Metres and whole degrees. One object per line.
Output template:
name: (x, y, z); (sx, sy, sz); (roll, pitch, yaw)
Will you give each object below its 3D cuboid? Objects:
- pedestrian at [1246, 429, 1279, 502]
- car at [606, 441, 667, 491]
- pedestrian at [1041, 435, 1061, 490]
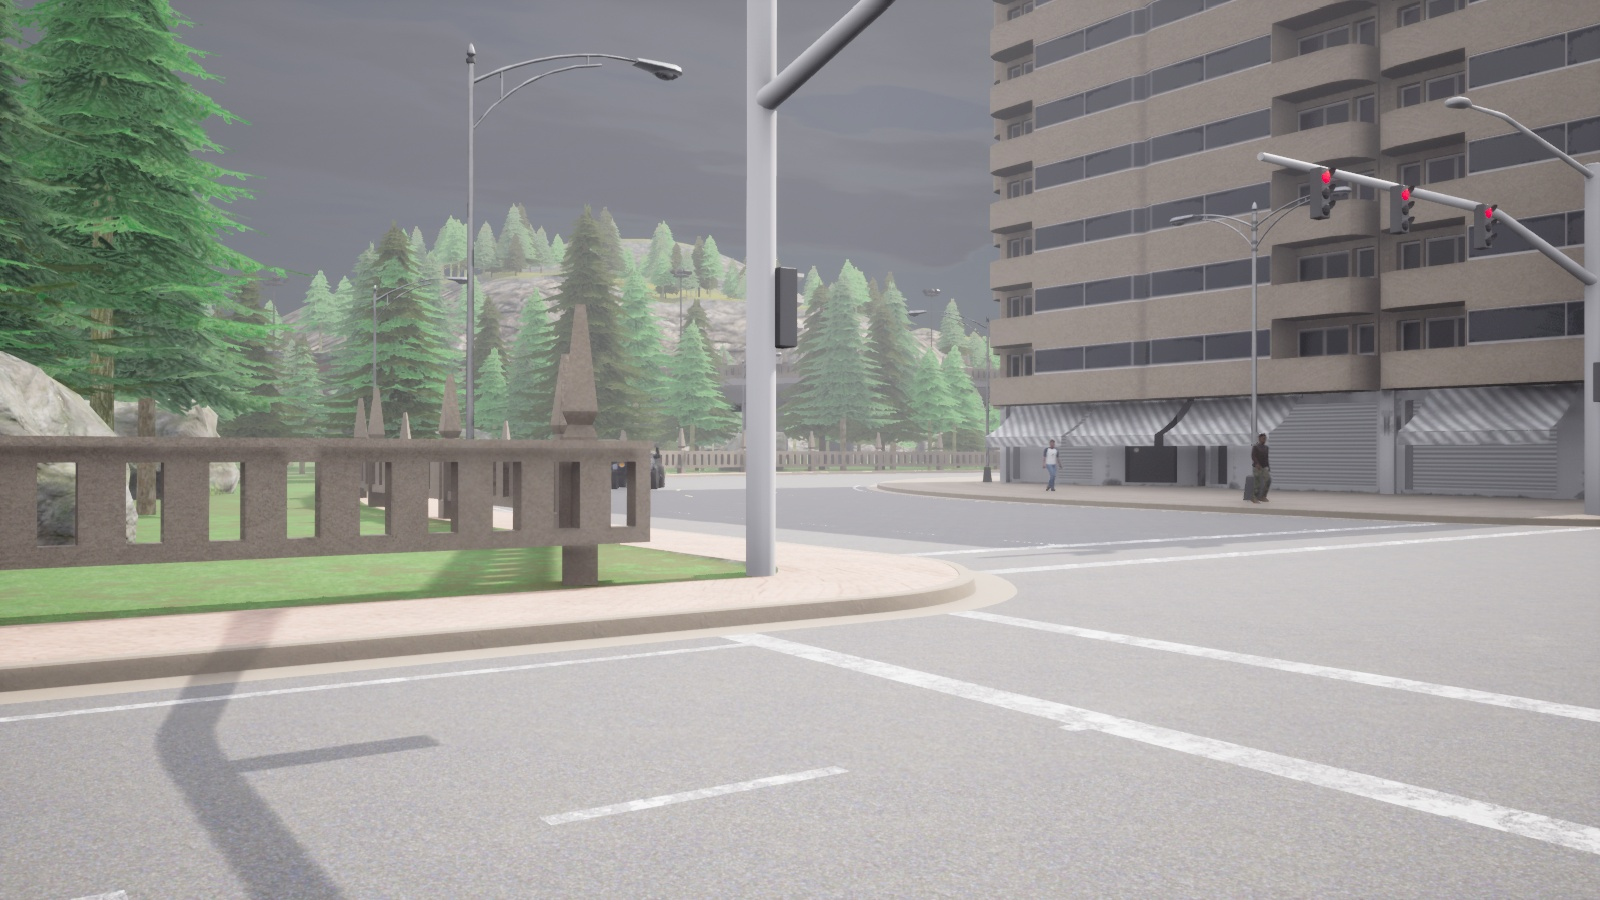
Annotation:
pedestrian: (11.818, 0.397, 32.102); (0.431, 1.840, 0.703); (0, 0, -19)
car: (-6.438, 0.621, 49.820); (1.905, 1.878, 3.866); (0, 0, 0)
pedestrian: (8.514, 0.429, 42.554); (0.354, 1.836, 0.706); (0, 0, -18)
